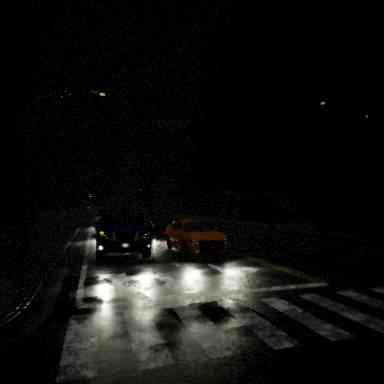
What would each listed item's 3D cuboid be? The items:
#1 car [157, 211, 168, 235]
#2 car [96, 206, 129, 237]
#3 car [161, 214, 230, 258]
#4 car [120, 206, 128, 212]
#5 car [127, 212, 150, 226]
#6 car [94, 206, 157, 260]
[{"bbox_3d":[-2.420,2.199,24.127,2.097,1.767,4.553,0,-2,-16],"label":"car"},{"bbox_3d":[-6.243,2.151,25.631,2.150,2.045,5.566,0,-2,-16],"label":"car"},{"bbox_3d":[0.114,1.999,15.426,1.882,1.535,5.008,0,-2,-16],"label":"car"},{"bbox_3d":[-19.126,4.794,93.377,2.033,1.411,5.357,0,-2,-16],"label":"car"},{"bbox_3d":[-5.903,2.896,36.101,1.895,1.301,4.718,0,-2,-16],"label":"car"},{"bbox_3d":[-3.201,1.762,15.275,2.150,2.045,5.566,0,-2,-15],"label":"car"}]
